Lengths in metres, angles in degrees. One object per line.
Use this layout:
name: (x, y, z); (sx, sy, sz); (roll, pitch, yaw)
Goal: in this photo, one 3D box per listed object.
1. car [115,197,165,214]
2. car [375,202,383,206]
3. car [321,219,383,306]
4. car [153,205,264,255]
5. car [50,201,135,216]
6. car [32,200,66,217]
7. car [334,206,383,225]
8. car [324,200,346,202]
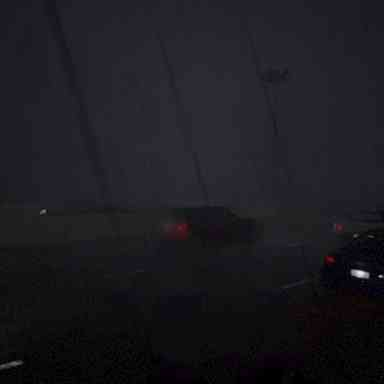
car: (-5.507, 1.407, 35.671); (5.008, 1.535, 1.882); (-1, 0, -42)
car: (16.048, 1.420, 26.834); (4.718, 1.301, 1.895); (-1, 0, -44)
car: (4.775, 1.512, 7.549); (4.181, 1.385, 1.994); (0, 0, -38)
car: (0.797, 1.308, 13.327); (4.553, 1.767, 2.097); (0, 0, -38)
car: (-6.075, 1.523, 21.473); (5.357, 1.411, 2.033); (0, 0, -38)
car: (-8.881, 1.338, 23.760); (4.553, 1.767, 2.097); (-1, 0, -39)
car: (8.382, 1.504, 15.013); (4.718, 1.301, 1.895); (-1, 0, -41)
car: (21.711, 0.940, 48.659); (2.150, 2.045, 5.566); (0, 0, 42)
